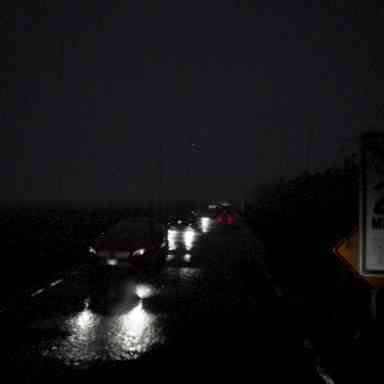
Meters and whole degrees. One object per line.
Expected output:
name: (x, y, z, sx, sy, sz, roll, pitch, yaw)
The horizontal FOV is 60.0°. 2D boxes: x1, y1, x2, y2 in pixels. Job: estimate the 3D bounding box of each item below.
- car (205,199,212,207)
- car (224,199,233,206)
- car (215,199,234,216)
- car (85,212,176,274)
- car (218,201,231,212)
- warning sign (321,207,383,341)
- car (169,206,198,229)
car: (0.949, 1.716, 38.890, 1.895, 1.301, 4.718, 1, -1, 6)
car: (8.232, 2.381, 75.080, 1.837, 1.490, 4.892, 1, -1, 6)
car: (3.746, 1.927, 38.264, 2.128, 1.511, 4.902, 1, -1, 6)
car: (-1.889, 1.611, 11.100, 1.812, 1.442, 4.674, 1, -1, 6)
car: (4.771, 2.081, 48.684, 1.812, 1.442, 4.674, 1, -1, 6)
warning sign: (2.878, 1.208, 5.273, 1.300, 1.860, 1.060, 1, 0, 6)
car: (-0.654, 1.792, 23.625, 1.994, 1.385, 4.181, 1, -1, 5)
